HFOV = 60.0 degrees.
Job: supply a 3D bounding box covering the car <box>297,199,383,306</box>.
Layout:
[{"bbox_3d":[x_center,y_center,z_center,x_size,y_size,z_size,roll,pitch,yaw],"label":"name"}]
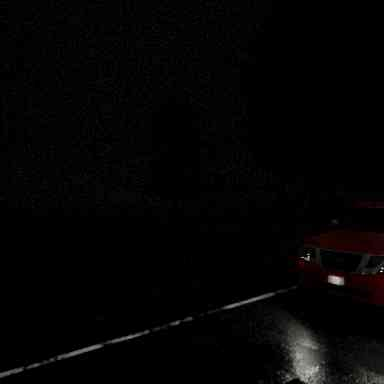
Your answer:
[{"bbox_3d":[4.769,1.195,7.613,5.566,2.045,2.150,-1,-1,-37],"label":"car"}]
